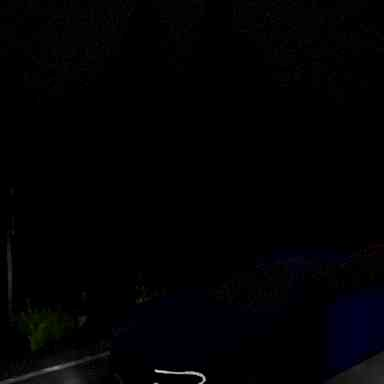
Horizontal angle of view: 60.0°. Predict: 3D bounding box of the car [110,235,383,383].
[{"bbox_3d":[1.364,1.577,4.701,5.008,1.535,1.882,-1,-2,-32],"label":"car"}]
